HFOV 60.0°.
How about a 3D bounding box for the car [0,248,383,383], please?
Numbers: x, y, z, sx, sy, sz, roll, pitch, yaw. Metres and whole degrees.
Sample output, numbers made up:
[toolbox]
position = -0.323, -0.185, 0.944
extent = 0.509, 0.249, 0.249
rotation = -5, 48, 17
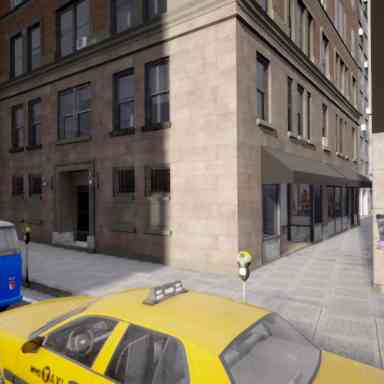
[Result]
[car]
position = -0.452, 1.525, 3.181
extent = 4.829, 1.417, 1.752
rotation = 0, -1, 36

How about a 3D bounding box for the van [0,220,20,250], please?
[van]
position = -4.928, 1.342, 6.384
extent = 3.998, 1.788, 1.690
rotation = 0, -1, 36
